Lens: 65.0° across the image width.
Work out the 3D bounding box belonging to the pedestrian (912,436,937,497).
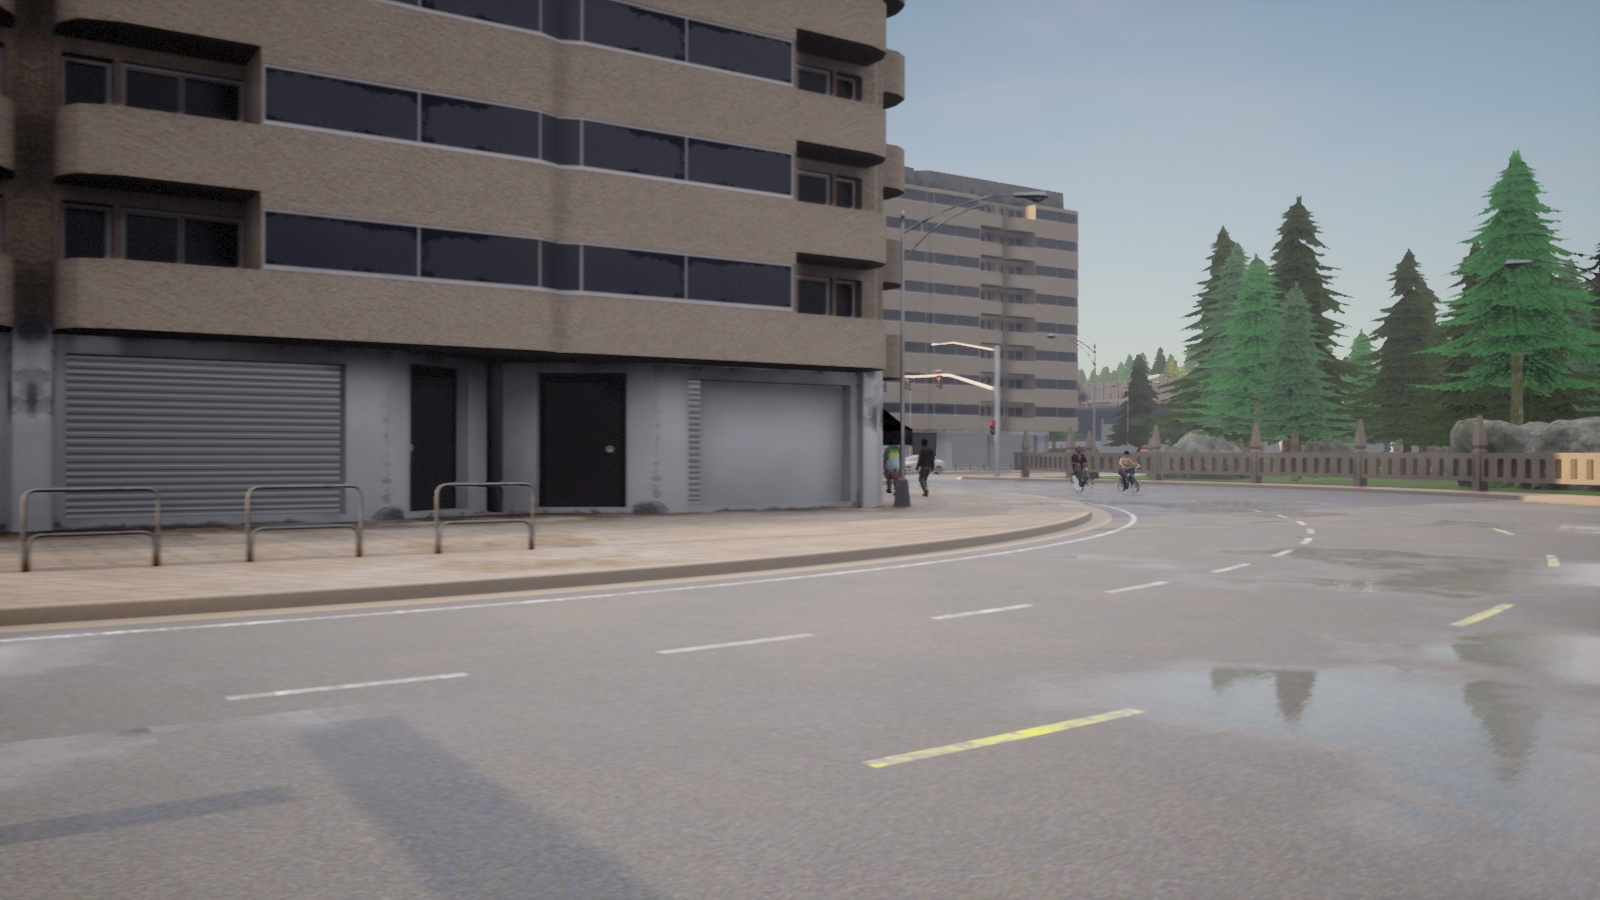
[{"bbox_3d":[3.802,0.490,38.325,0.431,1.840,0.703,0,0,-26],"label":"pedestrian"}]

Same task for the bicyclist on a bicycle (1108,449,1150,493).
[{"bbox_3d":[12.374,0.777,47.271,0.866,1.612,1.509,-1,0,-16],"label":"bicyclist on a bicycle"}]

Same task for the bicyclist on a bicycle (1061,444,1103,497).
[{"bbox_3d":[9.709,0.707,43.302,0.659,1.776,1.843,-1,0,-12],"label":"bicyclist on a bicycle"}]

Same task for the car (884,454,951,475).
[{"bbox_3d":[8.490,1.044,90.553,4.674,1.442,1.812,0,0,-35],"label":"car"}]

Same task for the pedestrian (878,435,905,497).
[{"bbox_3d":[2.912,0.497,40.174,0.659,1.952,0.873,0,0,-11],"label":"pedestrian"}]
